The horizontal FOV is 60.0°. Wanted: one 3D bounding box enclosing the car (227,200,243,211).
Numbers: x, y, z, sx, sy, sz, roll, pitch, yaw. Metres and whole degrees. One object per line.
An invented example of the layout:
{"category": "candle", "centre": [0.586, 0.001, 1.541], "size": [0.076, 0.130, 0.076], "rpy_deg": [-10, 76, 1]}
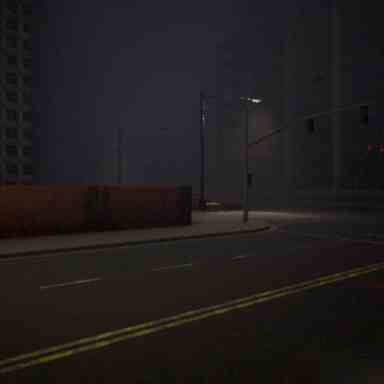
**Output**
{"category": "car", "centre": [4.530, 1.575, 40.017], "size": [1.895, 1.301, 4.718], "rpy_deg": [0, 0, -35]}

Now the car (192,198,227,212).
{"category": "car", "centre": [1.412, 1.456, 38.368], "size": [1.882, 1.535, 5.008], "rpy_deg": [0, 0, -35]}
